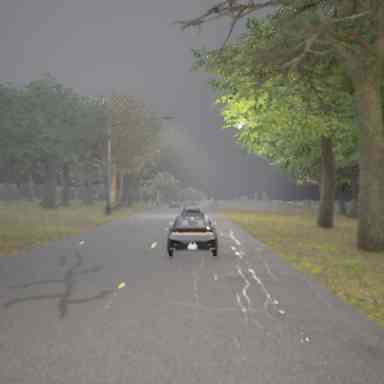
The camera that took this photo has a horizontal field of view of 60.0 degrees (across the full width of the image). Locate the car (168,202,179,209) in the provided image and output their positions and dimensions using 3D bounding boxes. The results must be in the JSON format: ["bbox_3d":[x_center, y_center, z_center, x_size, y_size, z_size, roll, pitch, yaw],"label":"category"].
[{"bbox_3d":[-3.447,2.552,64.666,1.994,1.385,4.181,0,-2,1],"label":"car"}]

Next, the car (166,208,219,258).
[{"bbox_3d":[0.032,1.640,13.511,2.128,1.511,4.902,0,0,0],"label":"car"}]

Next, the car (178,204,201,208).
[{"bbox_3d":[0.050,1.808,28.503,1.837,1.490,4.892,0,0,0],"label":"car"}]
